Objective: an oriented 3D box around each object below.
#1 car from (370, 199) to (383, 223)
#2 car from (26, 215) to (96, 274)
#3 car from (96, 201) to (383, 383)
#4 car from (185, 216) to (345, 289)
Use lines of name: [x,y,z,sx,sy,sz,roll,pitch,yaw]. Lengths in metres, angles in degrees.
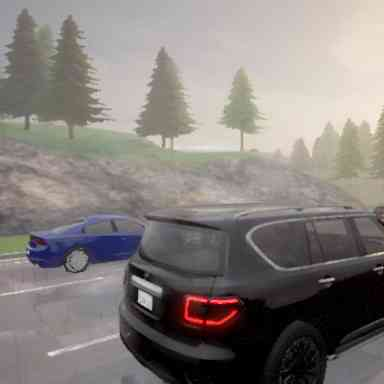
car: [14.313,1.244,22.720,4.892,1.490,1.837,-1,0,-36]
car: [-2.498,1.462,10.622,5.008,1.535,1.882,-1,1,-35]
car: [1.700,1.182,5.015,5.566,2.045,2.150,-1,0,-35]
car: [2.285,1.535,9.733,4.718,1.301,1.895,-1,0,-36]
